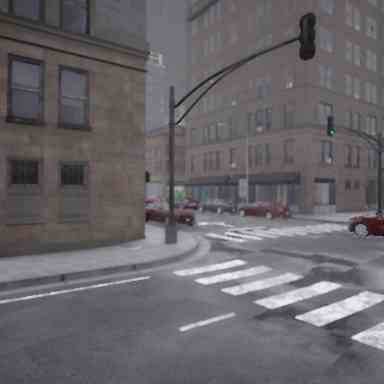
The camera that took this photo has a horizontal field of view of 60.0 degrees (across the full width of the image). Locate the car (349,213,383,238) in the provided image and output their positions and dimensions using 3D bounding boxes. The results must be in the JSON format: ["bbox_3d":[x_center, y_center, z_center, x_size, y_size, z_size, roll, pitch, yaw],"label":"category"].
[{"bbox_3d":[9.535,1.402,14.621,1.882,1.535,5.008,0,0,-36],"label":"car"}]

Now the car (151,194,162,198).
[{"bbox_3d":[-4.164,0.983,38.615,1.967,1.590,4.097,1,0,-35],"label":"car"}]

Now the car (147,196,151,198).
[{"bbox_3d":[-6.885,1.039,37.650,1.812,1.442,4.674,0,1,-35],"label":"car"}]

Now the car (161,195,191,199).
[{"bbox_3d":[-0.972,1.187,34.133,1.947,1.339,4.313,1,0,-35],"label":"car"}]

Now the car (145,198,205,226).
[{"bbox_3d":[-1.521,1.264,20.219,1.887,1.381,4.507,2,0,-35],"label":"car"}]

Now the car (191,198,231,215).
[{"bbox_3d":[2.224,1.250,29.651,2.008,1.369,4.403,1,0,-35],"label":"car"}]

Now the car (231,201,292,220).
[{"bbox_3d":[5.420,1.322,25.168,1.887,1.381,4.507,1,0,-35],"label":"car"}]
